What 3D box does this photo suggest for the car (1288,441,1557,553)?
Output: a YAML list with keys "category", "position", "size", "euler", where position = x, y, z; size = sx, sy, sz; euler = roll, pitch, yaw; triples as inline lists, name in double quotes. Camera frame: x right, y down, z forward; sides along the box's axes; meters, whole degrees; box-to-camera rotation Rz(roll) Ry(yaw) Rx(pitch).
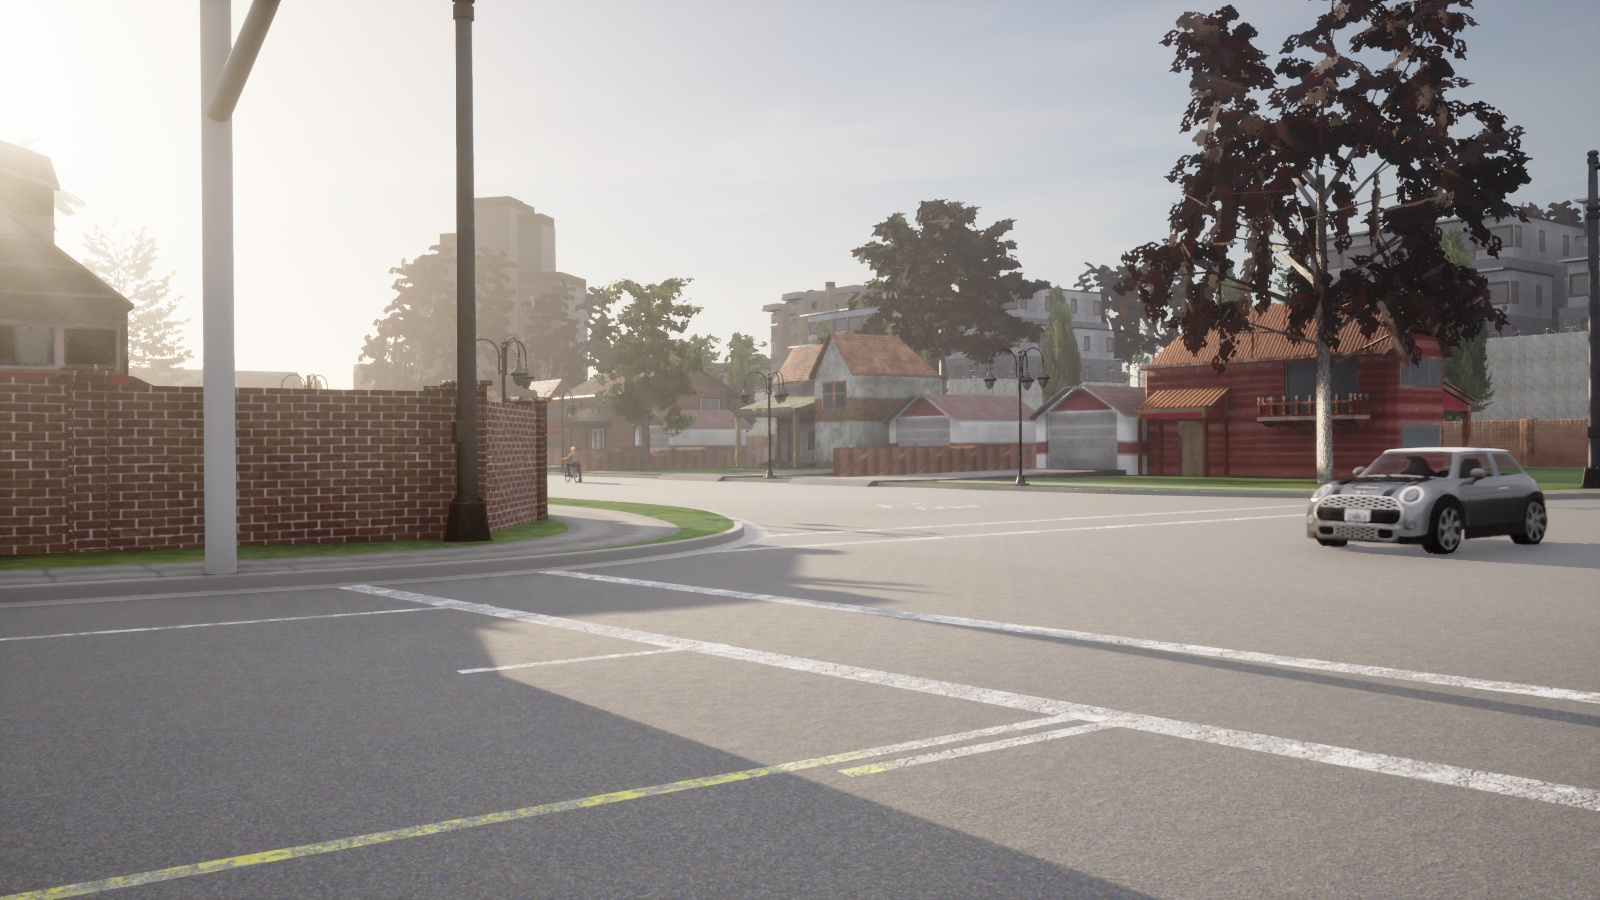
- category: "car"
  position: [9.270, 0.618, 18.642]
  size: [3.806, 1.475, 1.970]
  euler: [-1, 0, -35]
